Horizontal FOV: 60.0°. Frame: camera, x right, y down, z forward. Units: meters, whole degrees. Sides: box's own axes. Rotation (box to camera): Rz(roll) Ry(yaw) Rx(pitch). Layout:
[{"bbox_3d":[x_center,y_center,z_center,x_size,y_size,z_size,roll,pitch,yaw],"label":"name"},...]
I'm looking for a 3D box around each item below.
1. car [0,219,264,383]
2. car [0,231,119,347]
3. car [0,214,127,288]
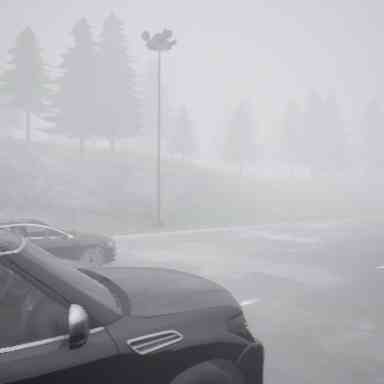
[{"bbox_3d":[-1.976,1.220,2.335,5.566,2.045,2.150,0,0,-36],"label":"car"},{"bbox_3d":[-3.586,1.564,5.488,4.181,1.385,1.994,0,0,-36],"label":"car"},{"bbox_3d":[-4.510,1.499,9.128,4.902,1.511,2.128,0,0,-36],"label":"car"}]
